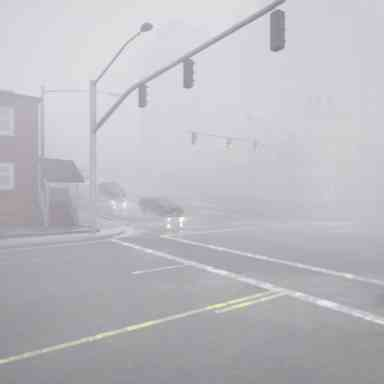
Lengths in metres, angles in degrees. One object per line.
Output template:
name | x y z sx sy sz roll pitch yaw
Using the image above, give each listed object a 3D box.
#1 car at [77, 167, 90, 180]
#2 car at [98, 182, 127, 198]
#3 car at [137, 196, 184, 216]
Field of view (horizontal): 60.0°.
car | -15.779 -2.677 46.808 2.033 1.411 5.357 0 12 -36
car | -8.892 -0.305 37.211 2.128 1.511 4.902 0 10 -35
car | -2.823 1.090 28.759 2.033 1.411 5.357 0 5 -36
